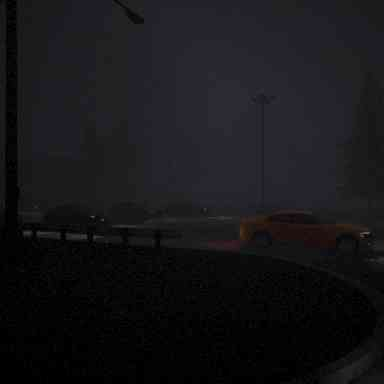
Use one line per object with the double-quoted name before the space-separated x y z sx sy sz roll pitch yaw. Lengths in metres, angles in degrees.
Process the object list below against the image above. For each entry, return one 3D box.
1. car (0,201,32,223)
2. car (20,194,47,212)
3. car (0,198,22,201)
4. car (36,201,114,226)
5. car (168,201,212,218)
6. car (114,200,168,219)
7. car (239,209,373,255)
"car" -12.750 1.492 20.663 4.902 1.511 2.128 0 0 23
"car" -19.287 1.223 38.679 5.566 2.045 2.150 0 0 23
"car" -21.368 1.547 35.759 5.357 1.411 2.033 0 0 23
"car" -7.892 1.526 22.394 4.674 1.442 1.812 0 0 23
"car" -0.438 1.527 30.629 4.674 1.442 1.812 0 0 23
"car" -4.964 1.479 28.756 5.008 1.535 1.882 0 0 23
"car" 4.418 1.479 13.334 5.008 1.535 1.882 0 0 23
